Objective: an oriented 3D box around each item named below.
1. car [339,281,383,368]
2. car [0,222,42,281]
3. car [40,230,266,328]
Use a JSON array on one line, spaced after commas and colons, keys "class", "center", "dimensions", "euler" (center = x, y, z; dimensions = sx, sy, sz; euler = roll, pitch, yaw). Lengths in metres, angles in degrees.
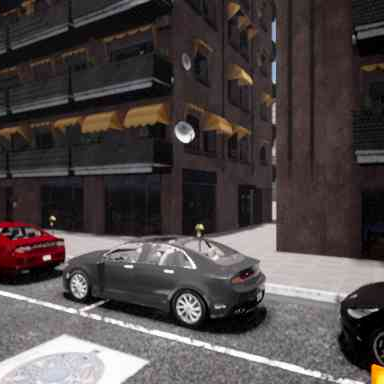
[{"class": "car", "center": [4.146, 1.565, 3.980], "dimensions": [4.313, 1.339, 1.947], "euler": [0, 0, 30]}, {"class": "car", "center": [-5.626, 1.541, 9.576], "dimensions": [4.507, 1.381, 1.887], "euler": [0, 0, 30]}, {"class": "car", "center": [-0.740, 1.548, 6.778], "dimensions": [4.403, 1.369, 2.008], "euler": [0, 0, 30]}]
